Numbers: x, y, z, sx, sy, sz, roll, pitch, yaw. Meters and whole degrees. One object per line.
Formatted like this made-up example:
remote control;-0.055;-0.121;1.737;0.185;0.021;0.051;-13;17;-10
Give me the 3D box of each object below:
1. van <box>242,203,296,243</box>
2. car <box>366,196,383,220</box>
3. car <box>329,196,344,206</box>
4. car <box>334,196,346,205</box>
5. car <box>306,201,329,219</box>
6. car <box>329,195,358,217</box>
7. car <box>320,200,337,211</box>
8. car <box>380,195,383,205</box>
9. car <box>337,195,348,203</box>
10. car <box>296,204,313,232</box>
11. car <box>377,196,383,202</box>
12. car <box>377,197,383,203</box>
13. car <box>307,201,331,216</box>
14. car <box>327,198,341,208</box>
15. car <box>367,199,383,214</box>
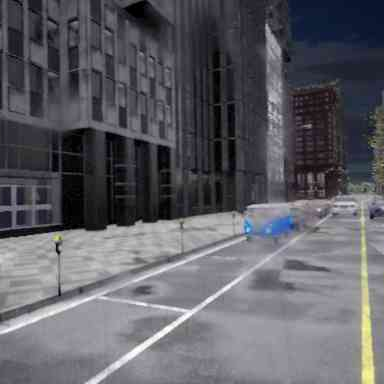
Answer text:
van;3.803;1.478;16.538;1.690;1.788;3.998;-1;-1;27
car;16.560;1.414;28.929;2.097;1.767;4.553;-2;-1;27
car;26.836;1.668;61.760;2.192;1.841;5.009;-2;-1;27
car;31.955;1.738;71.809;2.192;1.841;5.009;-2;-1;27
car;11.482;1.639;31.612;1.967;1.590;4.097;-2;-1;27
car;15.661;1.377;34.049;2.150;2.045;5.566;-2;-1;27
car;19.164;1.850;46.684;1.802;1.307;4.206;-2;-1;27
car;36.986;1.501;62.909;2.192;1.841;5.009;-2;-1;27
car;37.075;1.808;81.857;2.192;1.841;5.009;-2;-1;27
car;6.366;1.721;21.560;1.947;1.339;4.313;-1;-1;27
car;47.307;1.854;83.157;1.752;1.417;4.829;-2;-1;27
car;44.671;1.857;77.979;1.947;1.339;4.313;-2;-1;27
car;14.044;1.767;36.635;1.887;1.381;4.507;-2;-1;27
car;24.204;1.845;56.582;1.752;1.417;4.829;-2;-1;27
car;21.379;1.586;38.510;1.882;1.535;5.008;-2;-1;27
